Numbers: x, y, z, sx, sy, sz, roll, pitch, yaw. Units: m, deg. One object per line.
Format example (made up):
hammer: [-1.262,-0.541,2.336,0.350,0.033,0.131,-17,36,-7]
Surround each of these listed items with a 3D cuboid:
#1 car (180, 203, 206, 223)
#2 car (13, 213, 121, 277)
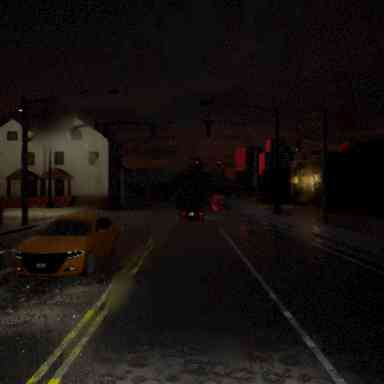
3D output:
car: [0.043,1.521,24.854,2.033,1.411,5.357,0,0,0]
car: [-3.575,1.470,10.396,1.882,1.535,5.008,0,0,0]
